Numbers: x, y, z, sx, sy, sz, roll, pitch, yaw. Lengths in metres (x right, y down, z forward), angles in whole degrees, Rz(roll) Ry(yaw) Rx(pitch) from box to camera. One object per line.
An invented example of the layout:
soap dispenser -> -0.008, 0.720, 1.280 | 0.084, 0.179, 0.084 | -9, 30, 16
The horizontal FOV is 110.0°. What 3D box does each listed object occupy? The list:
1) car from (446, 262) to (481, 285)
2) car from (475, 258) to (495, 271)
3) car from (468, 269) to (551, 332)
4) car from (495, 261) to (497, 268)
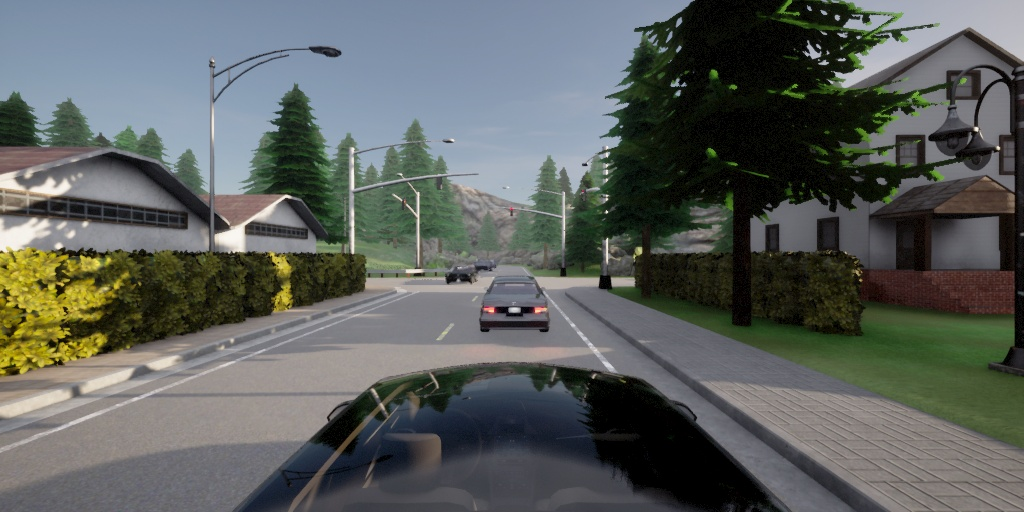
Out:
car -> -3.580, 1.348, 26.202 | 1.895, 1.301, 4.718 | 0, 0, 0
car -> -3.577, 1.106, 45.147 | 2.097, 1.767, 4.553 | 0, 0, 0
car -> 0.077, 1.298, 10.806 | 2.033, 1.411, 5.357 | 0, 0, 0
car -> -3.557, 1.282, 59.619 | 1.812, 1.442, 4.674 | 0, 0, 0
